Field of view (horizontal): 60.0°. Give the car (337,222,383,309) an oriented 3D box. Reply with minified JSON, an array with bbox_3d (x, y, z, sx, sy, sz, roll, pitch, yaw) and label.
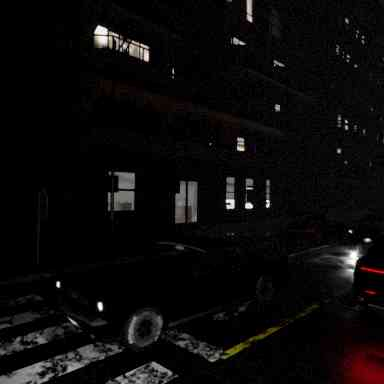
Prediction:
[{"bbox_3d":[5.007,1.509,6.988,4.892,1.490,1.837,0,0,-45],"label":"car"}]

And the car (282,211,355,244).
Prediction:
[{"bbox_3d":[5.909,1.600,15.885,4.206,1.307,1.802,0,1,-45],"label":"car"}]

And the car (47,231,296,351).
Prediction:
[{"bbox_3d":[-0.141,1.609,6.428,4.718,1.301,1.895,0,0,-43],"label":"car"}]

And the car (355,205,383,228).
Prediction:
[{"bbox_3d":[8.953,1.562,15.277,5.357,1.411,2.033,0,0,-45],"label":"car"}]
